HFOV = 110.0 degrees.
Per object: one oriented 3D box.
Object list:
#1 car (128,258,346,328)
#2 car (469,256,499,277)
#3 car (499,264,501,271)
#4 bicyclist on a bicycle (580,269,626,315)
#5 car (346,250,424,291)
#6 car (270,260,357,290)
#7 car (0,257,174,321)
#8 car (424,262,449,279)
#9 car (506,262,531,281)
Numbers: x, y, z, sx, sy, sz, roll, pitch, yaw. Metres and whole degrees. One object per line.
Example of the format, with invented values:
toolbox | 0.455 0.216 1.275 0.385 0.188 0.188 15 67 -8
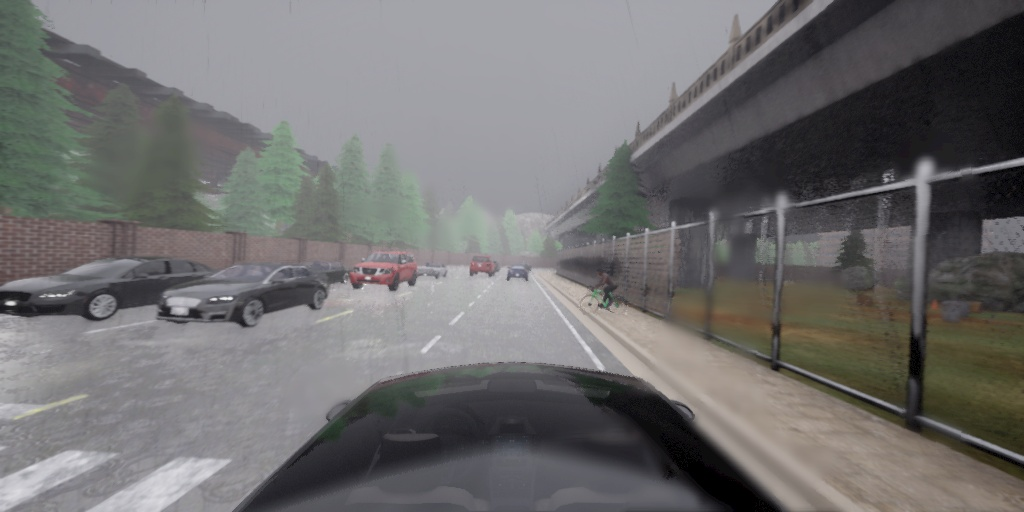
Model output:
car | -7.058 0.930 10.129 2.128 1.511 4.902 3 0 1
car | -2.946 1.011 36.536 2.150 2.045 5.566 3 0 2
car | -2.648 1.364 48.627 2.128 1.511 4.902 3 0 5
bicyclist on a bicycle | 3.251 1.277 12.705 1.656 1.620 0.582 2 0 1
car | -6.873 0.723 19.987 2.150 2.045 5.566 3 0 1
car | -10.397 0.921 19.271 1.895 1.301 4.718 3 0 1
car | -10.556 0.766 10.018 1.837 1.490 4.892 3 0 1
car | -6.698 1.167 30.170 1.895 1.301 4.718 3 0 1
car | 0.537 1.474 33.349 1.812 1.442 4.674 3 0 1
